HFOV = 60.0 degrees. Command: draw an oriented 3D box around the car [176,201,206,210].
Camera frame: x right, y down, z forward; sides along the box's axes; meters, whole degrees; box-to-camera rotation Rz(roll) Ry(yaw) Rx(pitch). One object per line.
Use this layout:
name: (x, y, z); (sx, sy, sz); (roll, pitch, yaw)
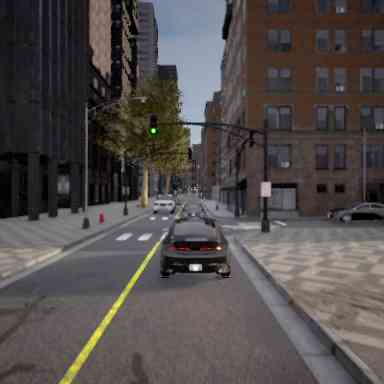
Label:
car: (0.101, 1.600, 25.382); (2.033, 1.411, 5.357); (0, 0, 0)

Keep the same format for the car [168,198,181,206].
car: (-3.014, 1.697, 57.512); (1.994, 1.385, 4.181); (0, 0, 1)

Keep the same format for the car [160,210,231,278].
car: (0.111, 1.528, 10.251); (1.837, 1.490, 4.892); (0, 0, 1)

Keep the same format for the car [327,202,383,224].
car: (12.618, 1.528, 24.762); (4.902, 1.511, 2.128); (0, 0, 0)

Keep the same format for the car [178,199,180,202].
car: (-3.084, 1.710, 47.435); (1.895, 1.301, 4.718); (0, 0, 0)

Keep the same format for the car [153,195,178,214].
car: (-3.079, 1.308, 37.562); (2.150, 2.045, 5.566); (0, 0, 0)
